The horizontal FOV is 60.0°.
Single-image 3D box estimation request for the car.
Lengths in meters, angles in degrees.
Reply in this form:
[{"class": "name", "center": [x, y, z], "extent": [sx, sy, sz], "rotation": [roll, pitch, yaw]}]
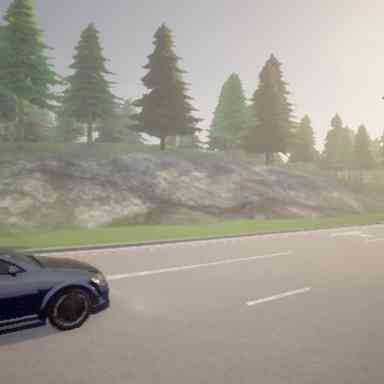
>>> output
[{"class": "car", "center": [-3.550, 1.566, 5.514], "extent": [4.181, 1.385, 1.994], "rotation": [1, 0, -35]}]
